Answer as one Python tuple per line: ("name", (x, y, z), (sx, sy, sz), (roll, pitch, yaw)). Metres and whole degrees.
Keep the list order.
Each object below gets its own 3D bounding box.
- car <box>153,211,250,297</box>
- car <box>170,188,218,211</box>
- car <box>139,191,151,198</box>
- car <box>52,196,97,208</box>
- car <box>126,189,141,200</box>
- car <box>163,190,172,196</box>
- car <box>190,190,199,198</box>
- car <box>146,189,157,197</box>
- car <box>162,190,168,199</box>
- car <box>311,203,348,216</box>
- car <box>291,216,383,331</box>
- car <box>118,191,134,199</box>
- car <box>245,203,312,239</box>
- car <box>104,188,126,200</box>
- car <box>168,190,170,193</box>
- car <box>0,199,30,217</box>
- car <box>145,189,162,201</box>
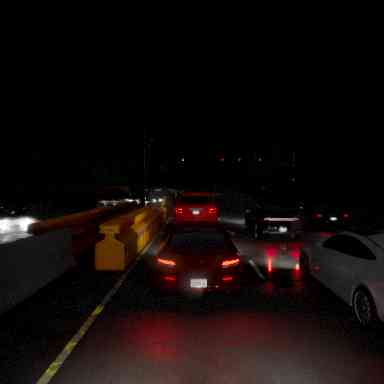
("car", (0.142, 1.431, 8.242), (1.812, 1.442, 4.674), (0, 1, 1))
("car", (0.206, 0.984, 17.839), (2.150, 2.045, 5.566), (0, 1, 1))
("car", (-9.942, 0.527, 70.380), (1.994, 1.385, 4.181), (0, 1, 0))
("car", (-13.189, 1.065, 37.689), (4.718, 1.301, 1.895), (0, 1, -14))
("car", (-10.096, 0.690, 60.305), (1.994, 1.385, 4.181), (0, 1, 1))
("car", (-6.307, 0.277, 86.212), (2.033, 1.411, 5.357), (0, 1, 0))
("car", (0.616, 0.441, 71.121), (1.882, 1.535, 5.008), (0, 1, 0))
("car", (-9.855, 0.177, 80.598), (2.097, 1.767, 4.553), (0, 1, 0))
("car", (-6.517, 0.537, 65.642), (2.128, 1.511, 4.902), (0, 1, 1))
("car", (7.221, 1.309, 18.938), (1.994, 1.385, 4.181), (0, 1, 0))
("car", (3.629, 1.455, 6.606), (1.812, 1.442, 4.674), (0, 1, 0))
("car", (-13.461, 0.556, 68.158), (2.033, 1.411, 5.357), (0, 1, 0))
("car", (3.696, 1.283, 15.854), (2.128, 1.511, 4.902), (0, 1, 0))
("car", (-13.628, 0.382, 58.020), (2.150, 2.045, 5.566), (0, 1, 1))
("car", (-6.397, 0.251, 75.658), (2.097, 1.767, 4.553), (0, 1, 0))
("car", (-14.303, 1.224, 27.075), (1.895, 1.301, 4.718), (0, 1, -23))
("car", (-6.639, 0.710, 56.376), (1.812, 1.442, 4.674), (0, 1, 1))
